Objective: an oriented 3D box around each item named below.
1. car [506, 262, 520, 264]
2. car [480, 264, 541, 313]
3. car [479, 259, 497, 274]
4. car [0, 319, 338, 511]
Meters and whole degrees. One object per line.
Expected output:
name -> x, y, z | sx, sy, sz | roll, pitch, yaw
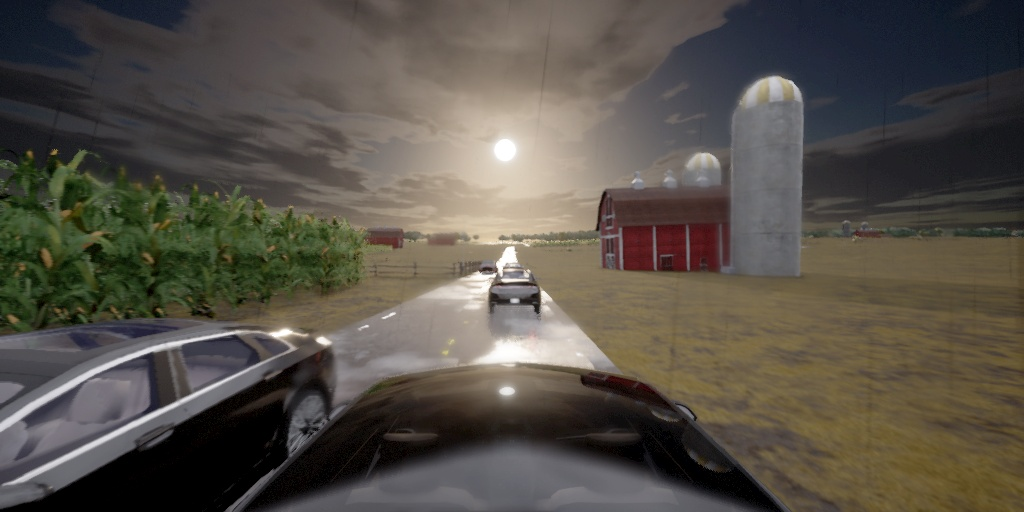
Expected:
car -> 0.087, 1.295, 32.447 | 1.882, 1.535, 5.008 | 0, 0, 0
car -> 0.093, 1.250, 14.110 | 2.128, 1.511, 4.902 | 0, 0, 0
car -> -2.853, 1.210, 43.815 | 2.097, 1.767, 4.553 | 0, 0, 0
car -> -2.849, 1.242, 2.027 | 2.128, 1.511, 4.902 | 0, 0, 0
